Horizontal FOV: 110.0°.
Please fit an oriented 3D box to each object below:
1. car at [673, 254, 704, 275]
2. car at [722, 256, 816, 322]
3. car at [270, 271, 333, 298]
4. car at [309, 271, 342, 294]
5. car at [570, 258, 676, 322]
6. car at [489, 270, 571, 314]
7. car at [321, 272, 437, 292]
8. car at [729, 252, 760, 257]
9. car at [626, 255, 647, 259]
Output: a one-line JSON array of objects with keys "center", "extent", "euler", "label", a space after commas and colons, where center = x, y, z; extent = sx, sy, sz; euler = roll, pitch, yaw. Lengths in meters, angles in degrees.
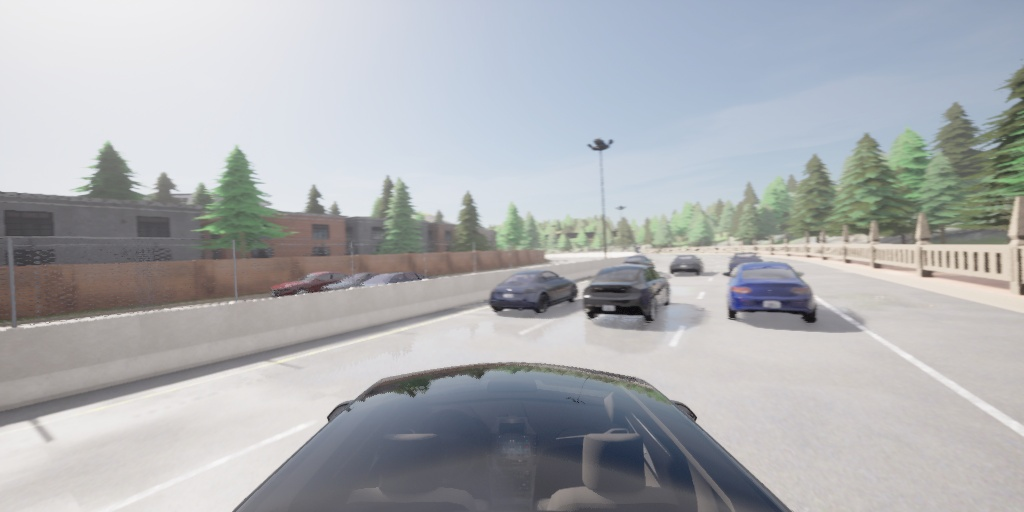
[{"center": [12.504, 0.582, 25.643], "extent": [1.994, 1.385, 4.181], "euler": [-3, 0, 31], "label": "car"}, {"center": [7.180, 0.883, 10.247], "extent": [1.812, 1.442, 4.674], "euler": [-3, 0, 31], "label": "car"}, {"center": [-11.171, 1.660, 20.818], "extent": [1.882, 1.535, 5.008], "euler": [-3, 0, 31], "label": "car"}, {"center": [-8.069, 1.607, 19.178], "extent": [1.994, 1.385, 4.181], "euler": [-3, 0, 31], "label": "car"}, {"center": [3.734, 1.023, 11.285], "extent": [1.837, 1.490, 4.892], "euler": [-3, 0, 31], "label": "car"}, {"center": [0.931, 1.205, 13.402], "extent": [1.994, 1.385, 4.181], "euler": [-3, 0, 31], "label": "car"}, {"center": [-5.522, 1.481, 16.643], "extent": [2.033, 1.411, 5.357], "euler": [-3, 0, 31], "label": "car"}, {"center": [15.640, 0.440, 24.068], "extent": [1.994, 1.385, 4.181], "euler": [-3, 0, 31], "label": "car"}, {"center": [9.789, 0.662, 27.938], "extent": [1.812, 1.442, 4.674], "euler": [-3, 0, 31], "label": "car"}]
